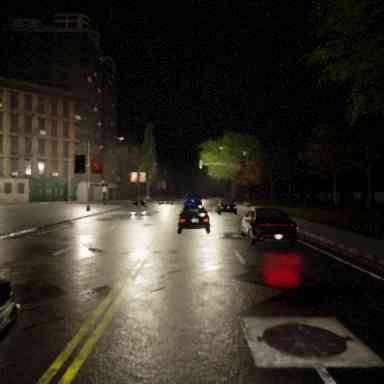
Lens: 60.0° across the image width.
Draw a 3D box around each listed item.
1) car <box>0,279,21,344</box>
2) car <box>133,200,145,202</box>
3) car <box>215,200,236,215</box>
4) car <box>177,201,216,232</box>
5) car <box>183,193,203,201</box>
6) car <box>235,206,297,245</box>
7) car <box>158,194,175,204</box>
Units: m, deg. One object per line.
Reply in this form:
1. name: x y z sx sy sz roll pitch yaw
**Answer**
1. car: -3.350 1.543 2.391 2.033 1.411 5.357 0 0 0
2. car: -6.499 1.225 43.008 1.895 1.301 4.718 0 0 0
3. car: 3.351 1.480 33.127 2.033 1.411 5.357 0 0 0
4. car: 0.100 1.510 19.590 2.033 1.411 5.357 0 0 0
5. car: 0.102 1.138 40.515 2.150 2.045 5.566 0 0 0
6. car: 3.351 1.475 15.284 1.837 1.490 4.892 0 0 0
7. car: -3.249 1.026 43.037 1.837 1.490 4.892 0 0 0
